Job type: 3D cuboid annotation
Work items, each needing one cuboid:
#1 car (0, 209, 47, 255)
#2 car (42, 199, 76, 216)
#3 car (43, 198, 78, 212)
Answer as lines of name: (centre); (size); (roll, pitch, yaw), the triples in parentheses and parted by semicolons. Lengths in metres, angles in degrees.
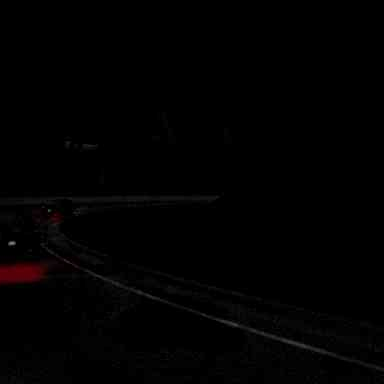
car: (-7.085, 1.471, 12.568); (1.882, 1.535, 5.008); (0, 0, -34)
car: (-13.020, 1.519, 32.478); (1.812, 1.442, 4.674); (0, 0, -2)
car: (-15.822, 1.519, 40.279); (1.812, 1.442, 4.674); (0, -1, 8)
